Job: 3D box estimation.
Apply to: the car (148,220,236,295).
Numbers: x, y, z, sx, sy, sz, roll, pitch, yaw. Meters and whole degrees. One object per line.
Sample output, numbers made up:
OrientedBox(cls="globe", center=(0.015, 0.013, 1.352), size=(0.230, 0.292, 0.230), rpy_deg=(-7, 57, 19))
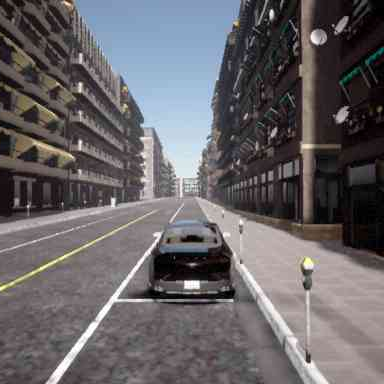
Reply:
OrientedBox(cls="car", center=(0.000, 1.497, 8.653), size=(1.837, 1.490, 4.892), rpy_deg=(0, 0, 0))
